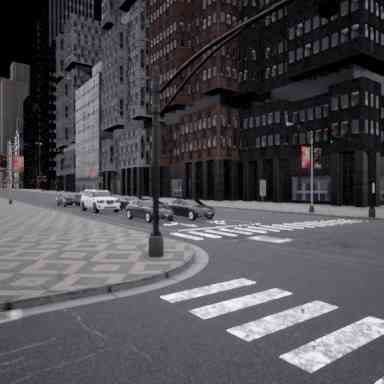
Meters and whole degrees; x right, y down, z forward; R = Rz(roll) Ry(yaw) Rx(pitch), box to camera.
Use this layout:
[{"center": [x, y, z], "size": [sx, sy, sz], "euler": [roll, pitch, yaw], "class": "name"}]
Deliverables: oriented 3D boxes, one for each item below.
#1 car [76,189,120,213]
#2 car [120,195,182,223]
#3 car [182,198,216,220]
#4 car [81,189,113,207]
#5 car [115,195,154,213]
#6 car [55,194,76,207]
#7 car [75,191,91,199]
[{"center": [-8.699, 0.815, 31.185], "size": [2.150, 2.045, 5.566], "euler": [0, 1, -36], "class": "car"}, {"center": [-3.013, 1.236, 23.299], "size": [1.837, 1.490, 4.892], "euler": [0, 1, -36], "class": "car"}, {"center": [-0.248, 1.234, 24.979], "size": [1.837, 1.490, 4.892], "euler": [0, 1, -38], "class": "car"}, {"center": [-11.836, 0.666, 41.111], "size": [2.150, 2.045, 5.566], "euler": [0, 1, -35], "class": "car"}, {"center": [-5.689, 1.102, 32.569], "size": [1.837, 1.490, 4.892], "euler": [0, 1, -36], "class": "car"}, {"center": [-14.910, 0.987, 39.808], "size": [2.033, 1.411, 5.357], "euler": [0, 1, -36], "class": "car"}, {"center": [-21.844, 0.556, 66.416], "size": [1.812, 1.442, 4.674], "euler": [0, 1, -36], "class": "car"}]
